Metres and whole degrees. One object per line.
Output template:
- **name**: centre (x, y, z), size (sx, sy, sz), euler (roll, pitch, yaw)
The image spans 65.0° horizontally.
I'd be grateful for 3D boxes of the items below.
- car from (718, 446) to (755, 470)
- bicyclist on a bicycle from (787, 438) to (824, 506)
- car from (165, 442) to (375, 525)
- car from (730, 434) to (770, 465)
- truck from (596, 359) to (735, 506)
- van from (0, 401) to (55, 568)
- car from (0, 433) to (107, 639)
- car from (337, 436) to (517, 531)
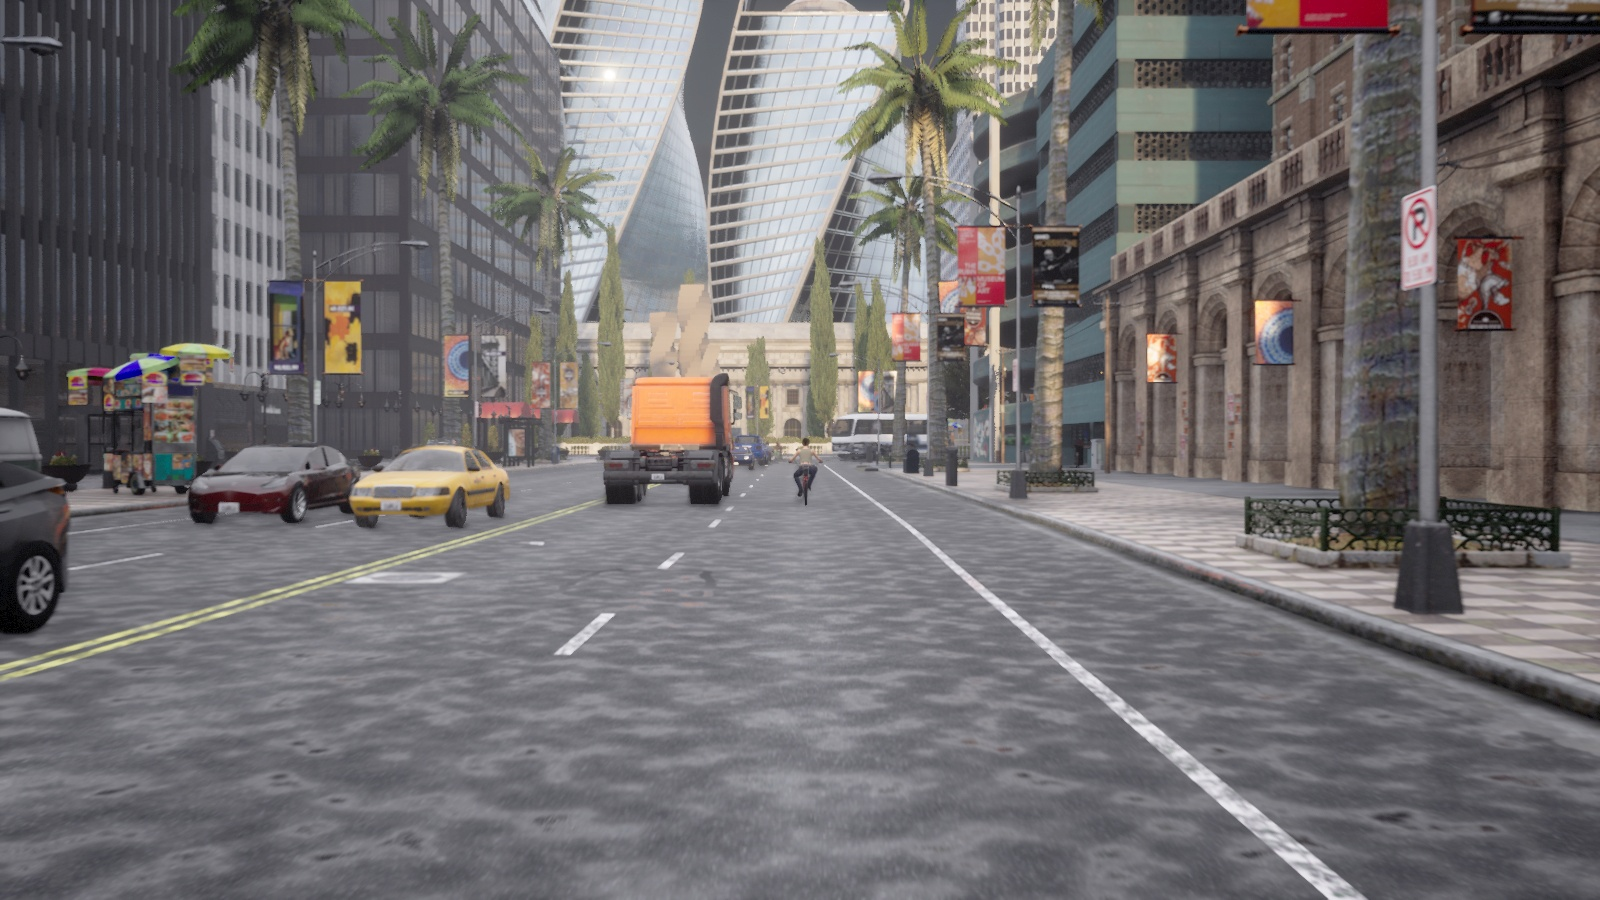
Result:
- **car**: centre (-3.571, 0.441, 71.567), size (1.895, 1.301, 4.718), euler (0, 0, 0)
- **bicyclist on a bicycle**: centre (0.134, 0.512, 30.437), size (0.866, 1.612, 1.509), euler (0, 0, 0)
- **car**: centre (-10.337, 0.597, 24.959), size (2.163, 1.488, 4.792), euler (0, 0, 0)
- **car**: centre (-3.365, -0.023, 86.127), size (2.150, 2.045, 5.566), euler (0, 0, 4)
- **truck**: centre (-3.375, -0.427, 33.546), size (2.891, 3.462, 7.936), euler (0, 0, 0)
- **van**: centre (-10.400, 0.413, 13.798), size (1.775, 1.987, 4.442), euler (0, 0, 0)
- **car**: centre (-6.935, 0.640, 8.469), size (2.007, 1.525, 4.514), euler (0, 0, 0)
- **car**: centre (-6.836, 0.547, 23.672), size (1.801, 1.575, 5.366), euler (0, 0, 0)
